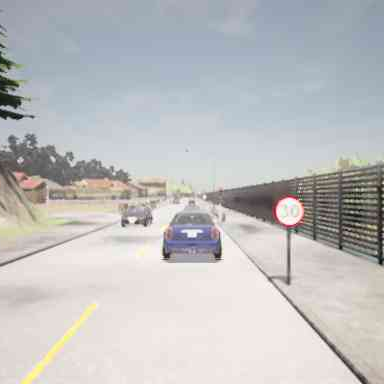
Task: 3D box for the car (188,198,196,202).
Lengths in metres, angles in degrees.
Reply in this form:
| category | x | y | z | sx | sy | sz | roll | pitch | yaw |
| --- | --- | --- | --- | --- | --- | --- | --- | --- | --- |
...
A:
| category | x | y | z | sx | sy | sz | roll | pitch | yaw |
| --- | --- | --- | --- | --- | --- | --- | --- | --- | --- |
| car | -0.011 | 2.464 | 83.442 | 1.895 | 1.301 | 4.718 | 0 | -1 | 0 |

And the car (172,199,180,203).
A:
| category | x | y | z | sx | sy | sz | roll | pitch | yaw |
| --- | --- | --- | --- | --- | --- | --- | --- | --- | --- |
| car | -4.011 | 2.426 | 82.389 | 1.812 | 1.442 | 4.674 | 0 | -1 | 0 |

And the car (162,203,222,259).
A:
| category | x | y | z | sx | sy | sz | roll | pitch | yaw |
| --- | --- | --- | --- | --- | --- | --- | --- | --- | --- |
| car | 0.017 | 1.499 | 13.408 | 2.097 | 1.767 | 4.553 | 0 | -1 | 0 |

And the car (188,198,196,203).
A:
| category | x | y | z | sx | sy | sz | roll | pitch | yaw |
| --- | --- | --- | --- | --- | --- | --- | --- | --- | --- |
| car | -0.017 | 2.402 | 95.500 | 2.128 | 1.511 | 4.902 | 0 | -1 | 0 |

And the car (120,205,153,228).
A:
| category | x | y | z | sx | sy | sz | roll | pitch | yaw |
| --- | --- | --- | --- | --- | --- | --- | --- | --- | --- |
| car | -4.026 | 1.767 | 24.894 | 2.128 | 1.511 | 4.902 | 0 | -1 | 0 |
